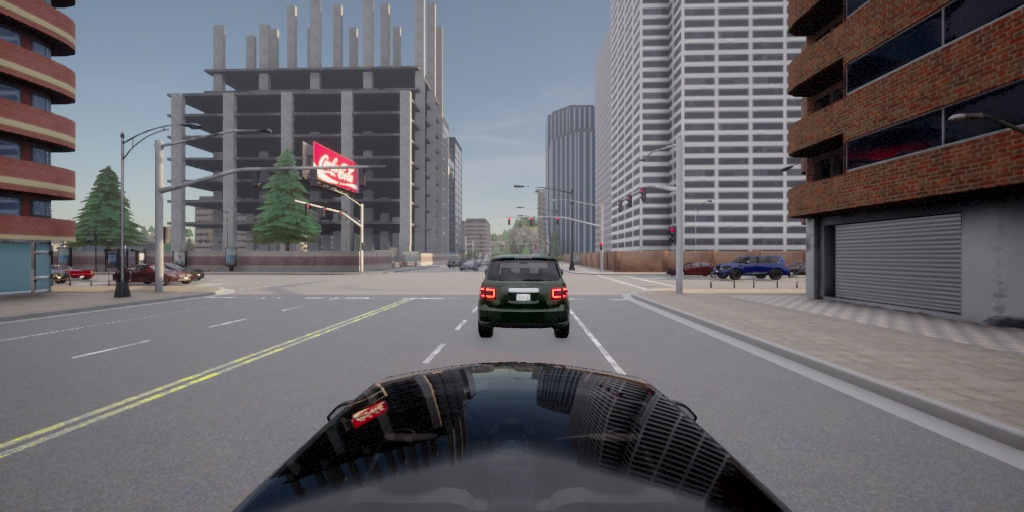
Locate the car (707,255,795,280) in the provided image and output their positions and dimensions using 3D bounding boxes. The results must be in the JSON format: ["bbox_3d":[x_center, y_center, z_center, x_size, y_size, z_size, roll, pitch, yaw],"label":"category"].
[{"bbox_3d":[20.227,0.971,30.505,5.566,2.045,2.150,0,0,2],"label":"car"}]

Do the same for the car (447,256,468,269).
[{"bbox_3d":[-8.584,0.973,56.079,2.150,2.045,5.566,0,0,2],"label":"car"}]

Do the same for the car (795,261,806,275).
[{"bbox_3d":[27.242,1.241,33.765,4.902,1.511,2.128,0,0,2],"label":"car"}]

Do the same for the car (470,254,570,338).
[{"bbox_3d":[0.339,0.971,10.313,2.150,2.045,5.566,0,0,2],"label":"car"}]

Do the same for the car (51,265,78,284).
[{"bbox_3d":[-34.005,1.255,25.071,4.892,1.490,1.837,0,0,2],"label":"car"}]

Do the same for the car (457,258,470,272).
[{"bbox_3d":[-5.467,1.276,46.184,1.812,1.442,4.674,0,0,2],"label":"car"}]

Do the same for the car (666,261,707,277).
[{"bbox_3d":[17.312,1.228,34.099,5.008,1.535,1.882,0,0,2],"label":"car"}]

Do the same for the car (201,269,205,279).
[{"bbox_3d":[-27.202,1.228,28.350,5.008,1.535,1.882,0,0,2],"label":"car"}]

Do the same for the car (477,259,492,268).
[{"bbox_3d":[-4.798,1.242,62.965,2.128,1.511,4.902,0,0,3],"label":"car"}]

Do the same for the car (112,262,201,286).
[{"bbox_3d":[-24.760,1.276,24.769,4.674,1.442,1.812,0,0,2],"label":"car"}]

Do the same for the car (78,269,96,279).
[{"bbox_3d":[-36.494,1.351,28.655,4.718,1.301,1.895,0,0,2],"label":"car"}]
